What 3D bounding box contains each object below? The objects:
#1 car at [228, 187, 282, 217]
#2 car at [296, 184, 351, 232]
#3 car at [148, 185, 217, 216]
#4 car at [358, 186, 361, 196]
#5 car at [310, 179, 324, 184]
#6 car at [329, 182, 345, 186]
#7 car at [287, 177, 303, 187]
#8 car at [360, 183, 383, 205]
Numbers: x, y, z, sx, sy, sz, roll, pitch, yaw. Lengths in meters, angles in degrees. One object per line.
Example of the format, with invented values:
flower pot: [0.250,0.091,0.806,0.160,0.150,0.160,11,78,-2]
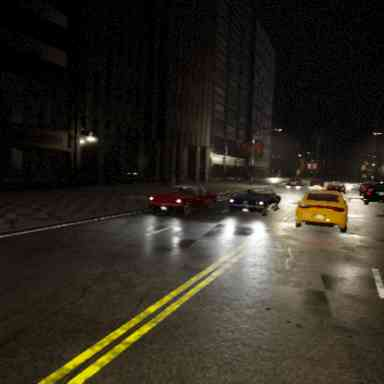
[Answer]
car: [3.479,0.449,17.790,1.895,1.301,4.718,4,4,24]
car: [5.750,0.654,14.470,1.882,1.535,5.008,4,4,24]
car: [-0.351,0.332,17.227,1.895,1.301,4.718,4,4,24]
car: [19.298,-0.269,36.335,2.033,1.411,5.357,4,4,25]
car: [20.894,-1.526,55.454,1.994,1.385,4.181,4,4,25]
car: [16.440,-0.430,37.715,1.895,1.301,4.718,4,4,24]
car: [17.162,-1.698,55.107,1.812,1.442,4.674,4,5,25]
car: [14.639,0.072,26.028,2.097,1.767,4.553,4,4,25]
